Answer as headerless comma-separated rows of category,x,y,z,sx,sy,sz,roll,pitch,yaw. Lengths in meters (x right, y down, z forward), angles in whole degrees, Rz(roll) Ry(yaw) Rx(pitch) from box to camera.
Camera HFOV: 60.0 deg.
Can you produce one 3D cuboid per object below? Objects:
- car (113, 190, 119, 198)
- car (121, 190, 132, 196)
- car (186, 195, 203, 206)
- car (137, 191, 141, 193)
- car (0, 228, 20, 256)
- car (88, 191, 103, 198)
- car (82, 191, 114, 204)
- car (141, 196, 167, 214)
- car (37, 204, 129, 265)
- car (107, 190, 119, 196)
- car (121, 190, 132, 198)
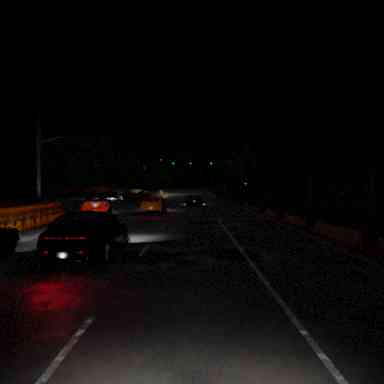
car,-17.148,0.587,70.926,1.994,1.385,4.181,0,1,0
car,-17.062,0.341,86.638,1.812,1.442,4.674,0,1,0
car,0.289,1.010,41.063,1.994,1.385,4.181,0,1,0
car,-13.562,0.357,86.619,2.033,1.411,5.357,0,1,0
car,-6.879,1.486,9.387,1.895,1.301,4.718,0,1,0
car,-20.646,0.583,71.238,1.994,1.385,4.181,0,1,0
car,-7.679,0.995,26.867,2.097,1.767,4.553,0,1,-12
car,-3.277,1.087,29.253,1.882,1.535,5.008,0,1,0
car,-3.370,1.366,11.088,1.837,1.490,4.892,0,1,0
car,-20.561,0.339,86.811,1.812,1.442,4.674,0,1,0
car,-13.648,0.587,70.907,1.994,1.385,4.181,0,1,0
